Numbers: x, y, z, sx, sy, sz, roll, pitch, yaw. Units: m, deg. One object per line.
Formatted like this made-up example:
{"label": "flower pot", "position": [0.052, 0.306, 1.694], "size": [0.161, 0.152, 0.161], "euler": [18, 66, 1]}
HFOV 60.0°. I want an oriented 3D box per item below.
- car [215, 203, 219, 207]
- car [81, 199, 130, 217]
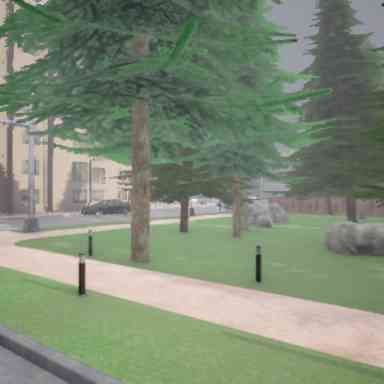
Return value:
{"label": "car", "position": [5.521, 1.553, 49.625], "size": [2.033, 1.411, 5.357], "euler": [0, 0, 37]}
{"label": "car", "position": [-8.088, 1.483, 31.500], "size": [1.882, 1.535, 5.008], "euler": [0, 0, 37]}
